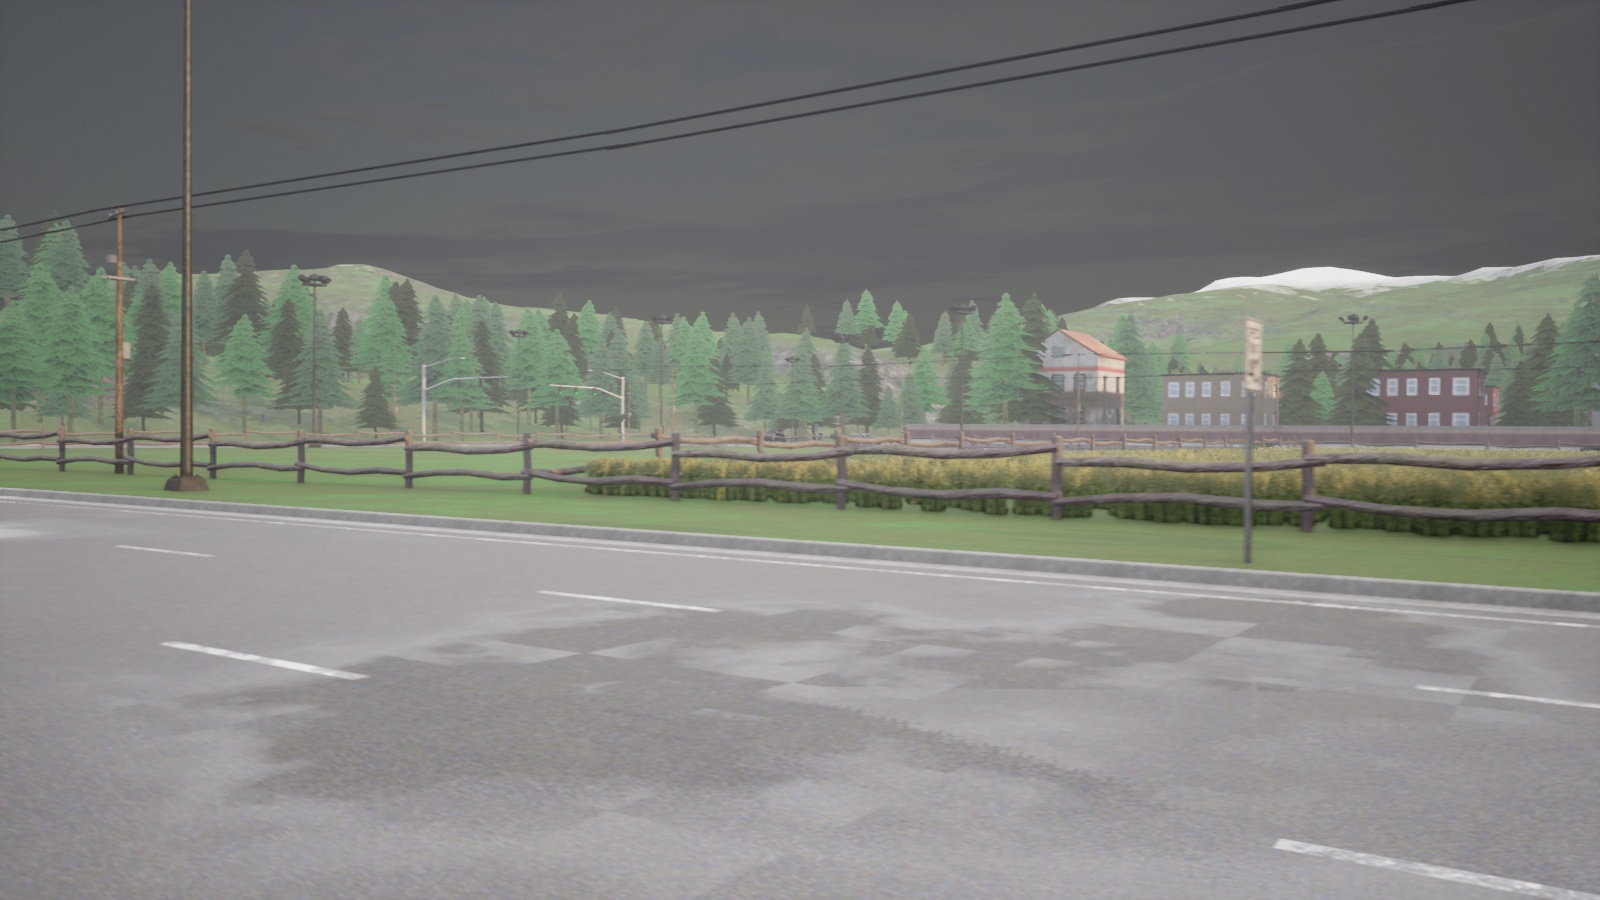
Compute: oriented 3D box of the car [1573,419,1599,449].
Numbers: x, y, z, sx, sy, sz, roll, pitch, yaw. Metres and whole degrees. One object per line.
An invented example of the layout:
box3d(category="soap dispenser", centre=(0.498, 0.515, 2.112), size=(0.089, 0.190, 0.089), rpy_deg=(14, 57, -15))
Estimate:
box3d(category="car", centre=(52.072, -1.047, 80.790), size=(3.866, 1.878, 1.905), rpy_deg=(0, 1, 34))
